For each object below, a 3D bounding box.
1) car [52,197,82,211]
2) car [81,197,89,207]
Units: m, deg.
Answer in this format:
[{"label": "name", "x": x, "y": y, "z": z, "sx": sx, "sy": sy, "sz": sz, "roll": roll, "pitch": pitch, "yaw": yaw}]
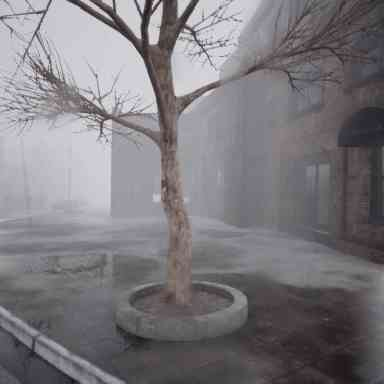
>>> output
[{"label": "car", "x": -16.914, "y": 1.735, "z": 44.386, "sx": 1.812, "sy": 1.442, "sz": 4.674, "roll": 1, "pitch": 0, "yaw": 8}, {"label": "car", "x": -19.014, "y": 1.601, "z": 55.307, "sx": 2.097, "sy": 1.767, "sz": 4.553, "roll": 1, "pitch": 0, "yaw": 8}]
